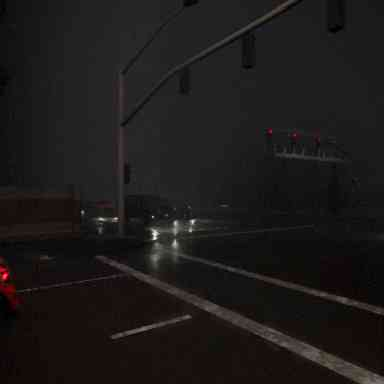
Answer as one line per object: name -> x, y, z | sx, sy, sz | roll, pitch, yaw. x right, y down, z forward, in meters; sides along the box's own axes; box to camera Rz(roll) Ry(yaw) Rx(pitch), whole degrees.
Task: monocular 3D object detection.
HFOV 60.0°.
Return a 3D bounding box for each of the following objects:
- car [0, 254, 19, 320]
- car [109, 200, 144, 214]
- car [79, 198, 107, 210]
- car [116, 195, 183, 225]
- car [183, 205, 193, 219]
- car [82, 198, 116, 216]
car -> -5.075, 1.352, 4.692 | 4.553, 1.767, 2.097 | 0, 0, -35
car -> -7.144, 1.601, 35.894 | 1.895, 1.301, 4.718 | 0, 0, -36
car -> -13.348, 1.547, 44.545 | 2.033, 1.411, 5.357 | 0, 0, -36
car -> -3.316, 1.222, 24.563 | 2.150, 2.045, 5.566 | 0, 0, -36
car -> -1.901, 1.352, 28.595 | 2.097, 1.767, 4.553 | 0, 0, -36
car -> -9.078, 1.478, 32.588 | 1.882, 1.535, 5.008 | 0, 0, -36
